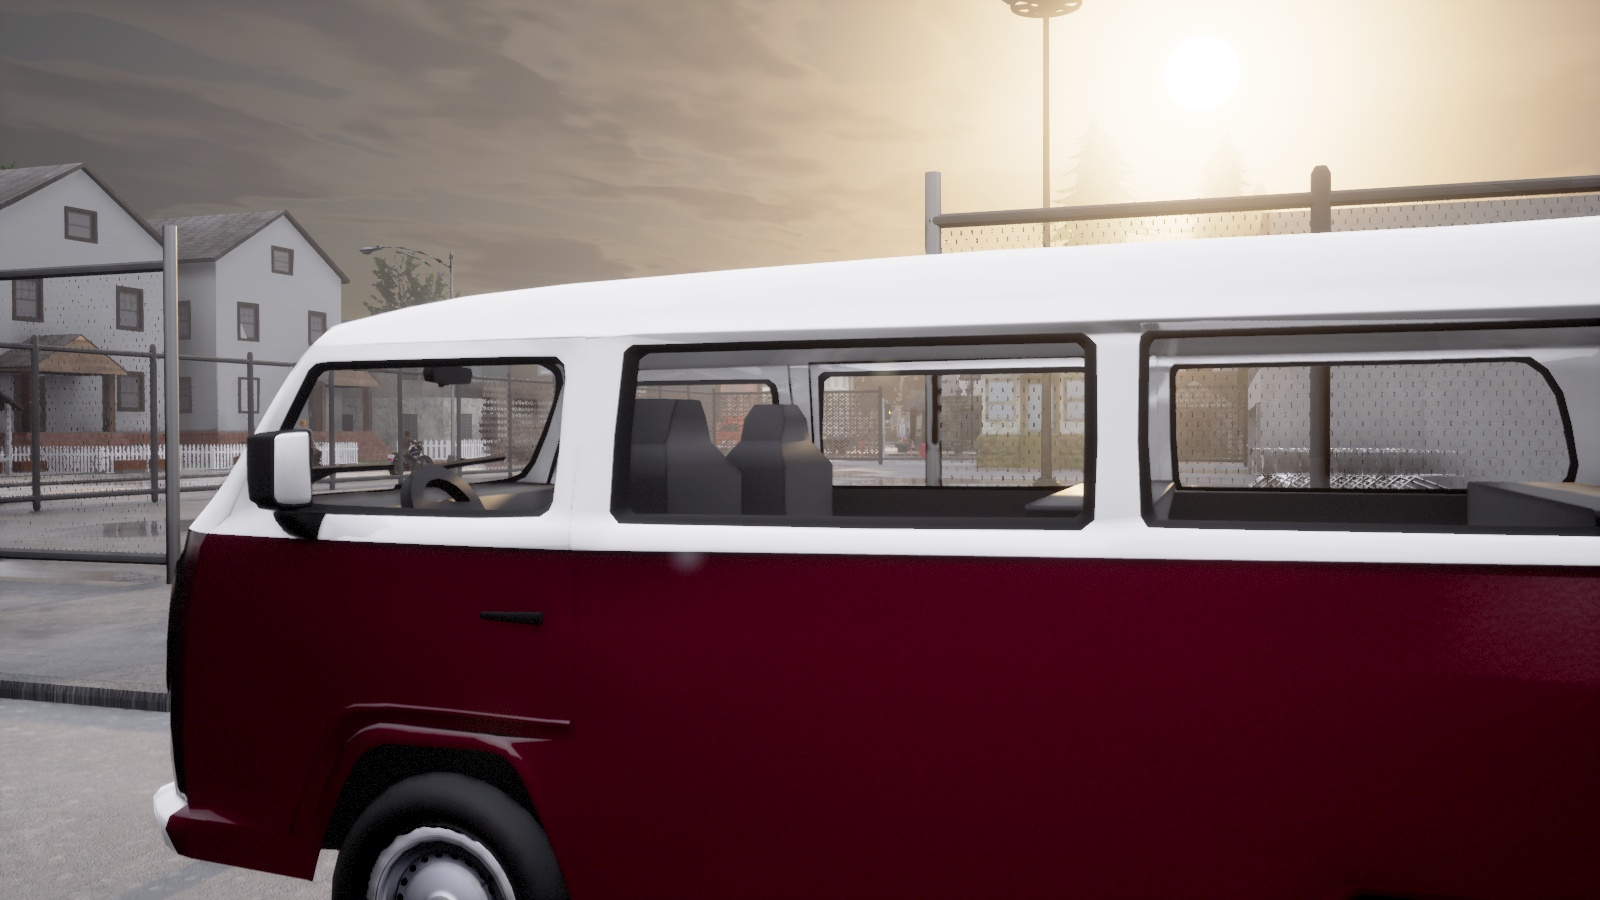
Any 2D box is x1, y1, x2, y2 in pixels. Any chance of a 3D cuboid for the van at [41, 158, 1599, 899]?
[{"bbox_3d":[0.462,0.494,3.565,4.480,2.038,2.069,1,1,19],"label":"van"}]
